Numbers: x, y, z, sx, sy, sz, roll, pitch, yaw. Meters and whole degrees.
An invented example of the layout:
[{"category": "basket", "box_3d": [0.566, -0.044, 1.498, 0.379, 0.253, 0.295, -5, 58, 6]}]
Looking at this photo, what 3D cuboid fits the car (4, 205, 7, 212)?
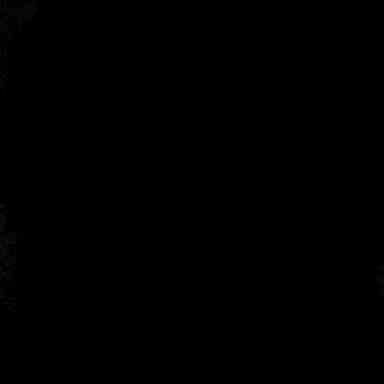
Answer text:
[{"category": "car", "box_3d": [-17.077, 1.461, 34.176, 1.802, 1.307, 4.206, 0, -1, 36]}]
